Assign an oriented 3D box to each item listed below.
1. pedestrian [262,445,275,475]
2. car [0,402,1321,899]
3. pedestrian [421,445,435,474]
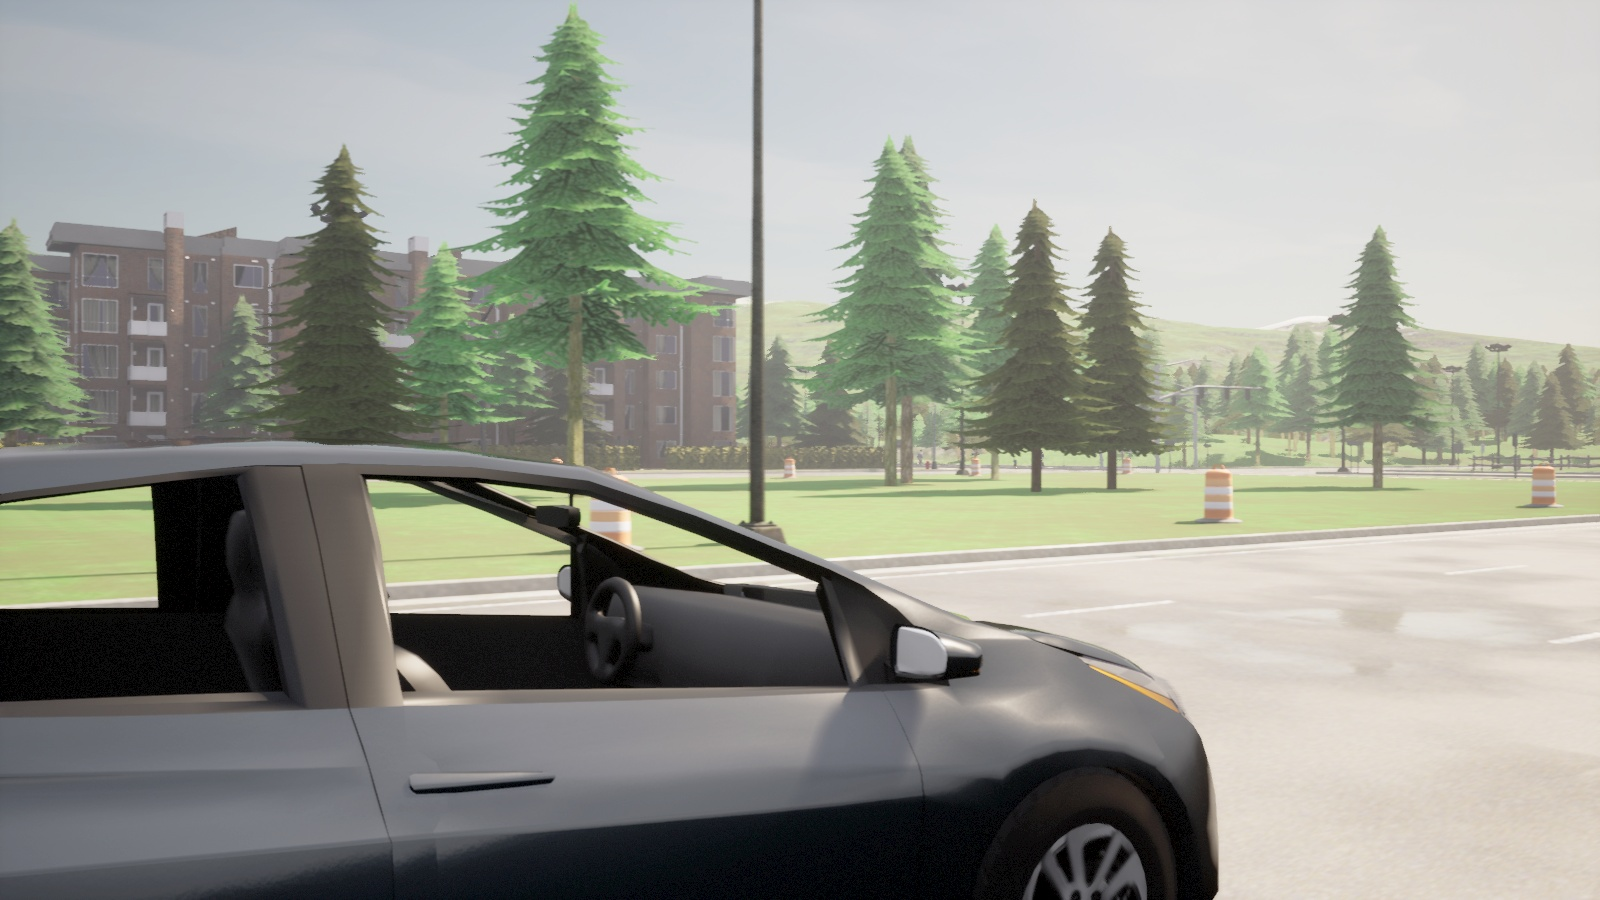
[{"bbox_3d":[-32.880,0.634,77.688,0.694,1.848,0.540,0,0,-34],"label":"pedestrian"},{"bbox_3d":[-1.007,0.701,2.958,4.514,1.525,2.007,0,0,-35],"label":"car"},{"bbox_3d":[-24.716,0.631,83.500,0.788,1.949,0.423,0,0,-34],"label":"pedestrian"}]
